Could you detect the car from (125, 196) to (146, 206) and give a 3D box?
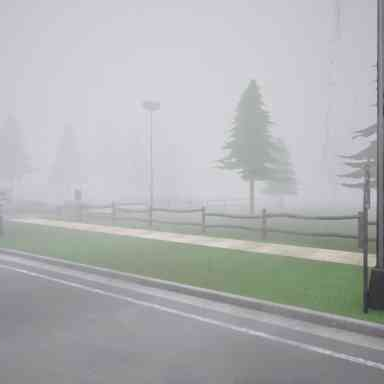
[{"bbox_3d":[-8.964,1.491,55.473,2.128,1.511,4.902,0,0,35],"label":"car"}]

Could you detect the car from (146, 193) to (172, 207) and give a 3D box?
[{"bbox_3d":[-3.963,1.221,50.422,2.150,2.045,5.566,0,0,35],"label":"car"}]

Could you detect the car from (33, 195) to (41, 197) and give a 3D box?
[{"bbox_3d":[-20.758,1.491,38.693,2.128,1.511,4.902,0,0,35],"label":"car"}]

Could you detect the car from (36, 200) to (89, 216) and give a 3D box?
[{"bbox_3d":[-12.252,1.526,32.506,1.812,1.442,4.674,0,0,35],"label":"car"}]

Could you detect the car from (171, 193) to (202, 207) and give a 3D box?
[{"bbox_3d":[-0.455,1.352,49.319,2.097,1.767,4.553,0,0,35],"label":"car"}]

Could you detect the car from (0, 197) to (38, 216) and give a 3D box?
[{"bbox_3d":[-16.315,1.547,32.843,2.033,1.411,5.357,0,0,35],"label":"car"}]
